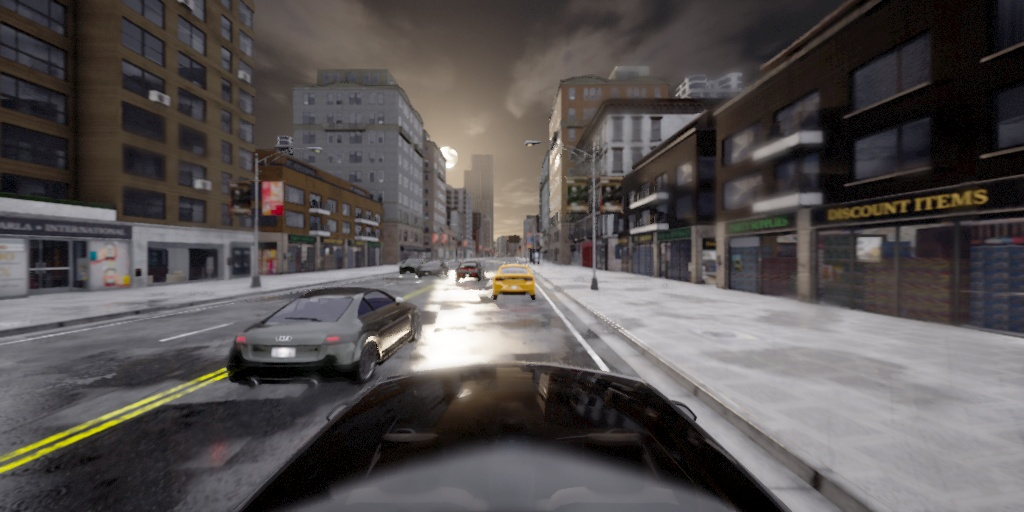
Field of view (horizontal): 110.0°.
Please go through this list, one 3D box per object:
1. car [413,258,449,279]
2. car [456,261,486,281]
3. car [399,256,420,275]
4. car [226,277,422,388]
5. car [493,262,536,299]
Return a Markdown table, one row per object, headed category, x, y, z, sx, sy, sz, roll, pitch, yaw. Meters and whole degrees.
| category | x | y | z | sx | sy | sz | roll | pitch | yaw |
| --- | --- | --- | --- | --- | --- | --- | --- | --- | --- |
| car | -6.591 | 1.114 | 30.312 | 1.837 | 1.490 | 4.892 | 0 | 0 | 0 |
| car | -3.157 | 1.126 | 27.777 | 1.837 | 1.490 | 4.892 | 0 | 0 | 0 |
| car | -9.811 | 0.933 | 36.170 | 2.097 | 1.767 | 4.553 | 0 | 0 | 0 |
| car | -3.151 | 1.288 | 6.952 | 1.994 | 1.385 | 4.181 | 0 | 0 | 0 |
| car | 0.095 | 1.149 | 17.489 | 1.882 | 1.535 | 5.008 | 0 | 0 | 0 |
